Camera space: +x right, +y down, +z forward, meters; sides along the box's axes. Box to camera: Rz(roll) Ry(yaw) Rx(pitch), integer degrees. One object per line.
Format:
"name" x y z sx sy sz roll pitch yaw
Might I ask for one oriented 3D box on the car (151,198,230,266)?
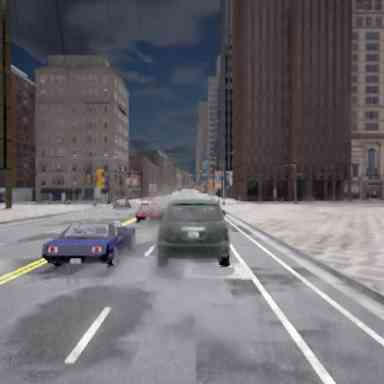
"car" 0.063 1.247 11.713 2.150 2.045 5.566 0 0 0

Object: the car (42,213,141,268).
"car" -3.189 1.624 11.393 1.895 1.301 4.718 0 0 0

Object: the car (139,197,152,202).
"car" -6.573 1.515 48.467 2.097 1.767 4.553 0 0 0

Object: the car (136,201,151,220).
"car" -3.190 1.673 26.410 1.895 1.301 4.718 0 0 0

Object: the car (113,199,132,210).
"car" -9.831 1.683 46.920 1.812 1.442 4.674 0 0 0

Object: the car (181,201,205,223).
"car" 0.068 1.584 27.905 1.837 1.490 4.892 0 0 0
